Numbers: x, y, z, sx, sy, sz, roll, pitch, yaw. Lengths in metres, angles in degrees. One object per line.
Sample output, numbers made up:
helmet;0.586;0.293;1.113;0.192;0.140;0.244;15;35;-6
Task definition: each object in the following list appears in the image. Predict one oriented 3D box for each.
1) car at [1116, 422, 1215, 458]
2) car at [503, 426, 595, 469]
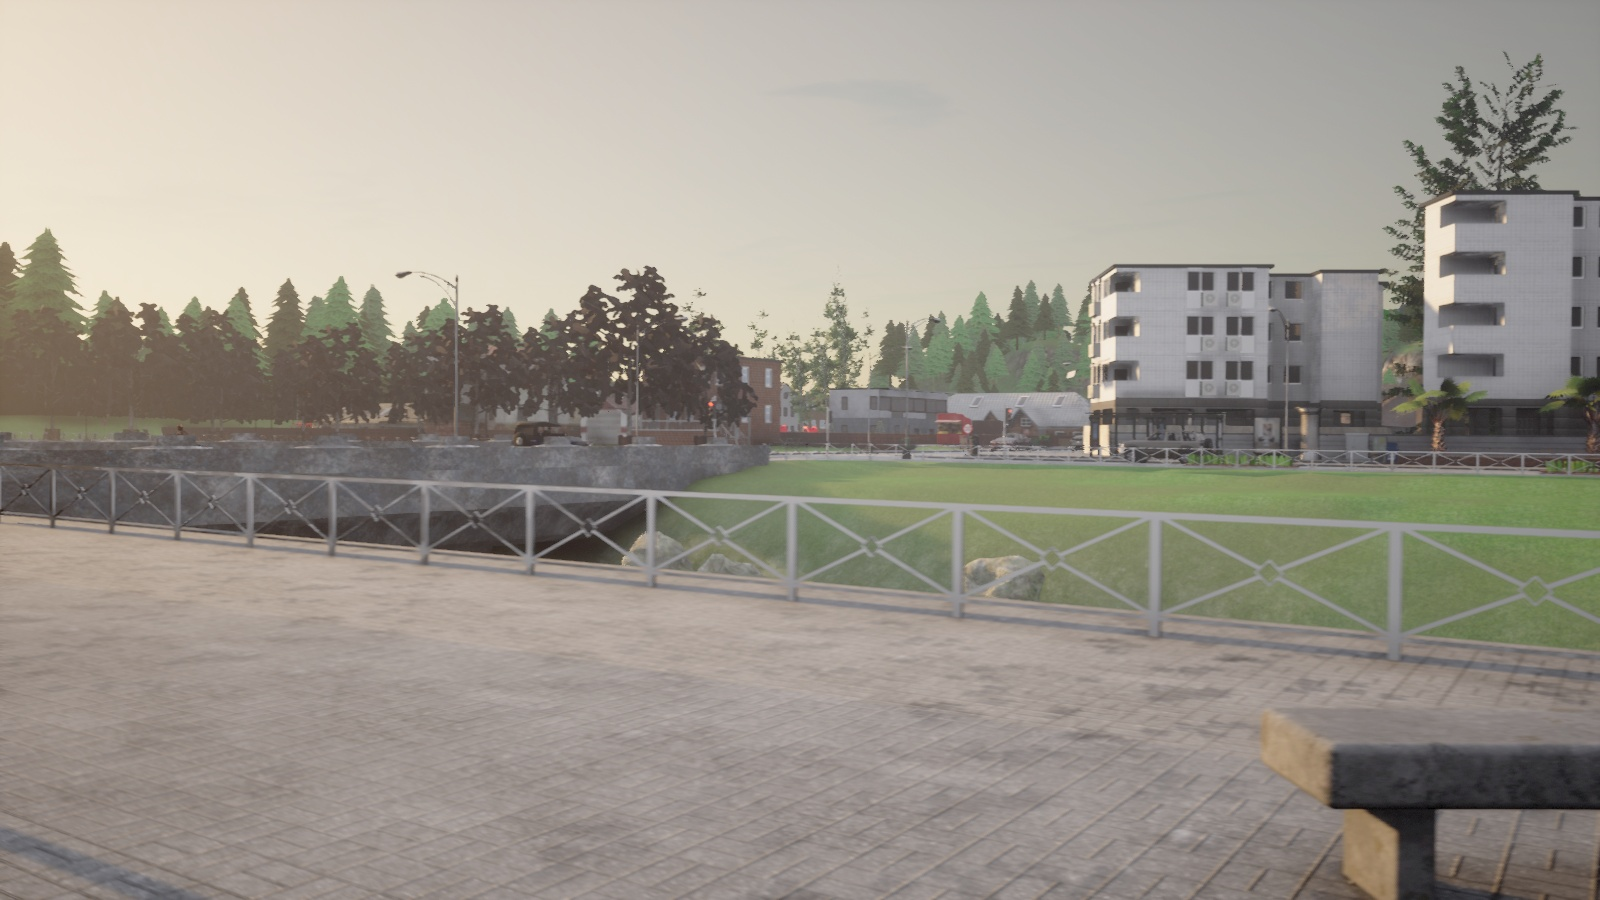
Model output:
car;19.098;-0.520;65.620;4.605;1.855;1.932;0;1;34
car;-11.320;-0.145;56.811;1.905;1.878;3.866;0;1;33
